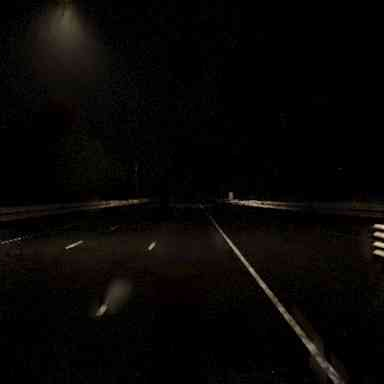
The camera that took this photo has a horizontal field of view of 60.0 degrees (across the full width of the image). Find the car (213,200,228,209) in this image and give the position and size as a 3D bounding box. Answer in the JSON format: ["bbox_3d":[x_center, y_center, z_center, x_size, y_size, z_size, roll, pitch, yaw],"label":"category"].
[{"bbox_3d":[4.461,1.969,52.902,2.128,1.511,4.902,0,-1,-5],"label":"car"}]
